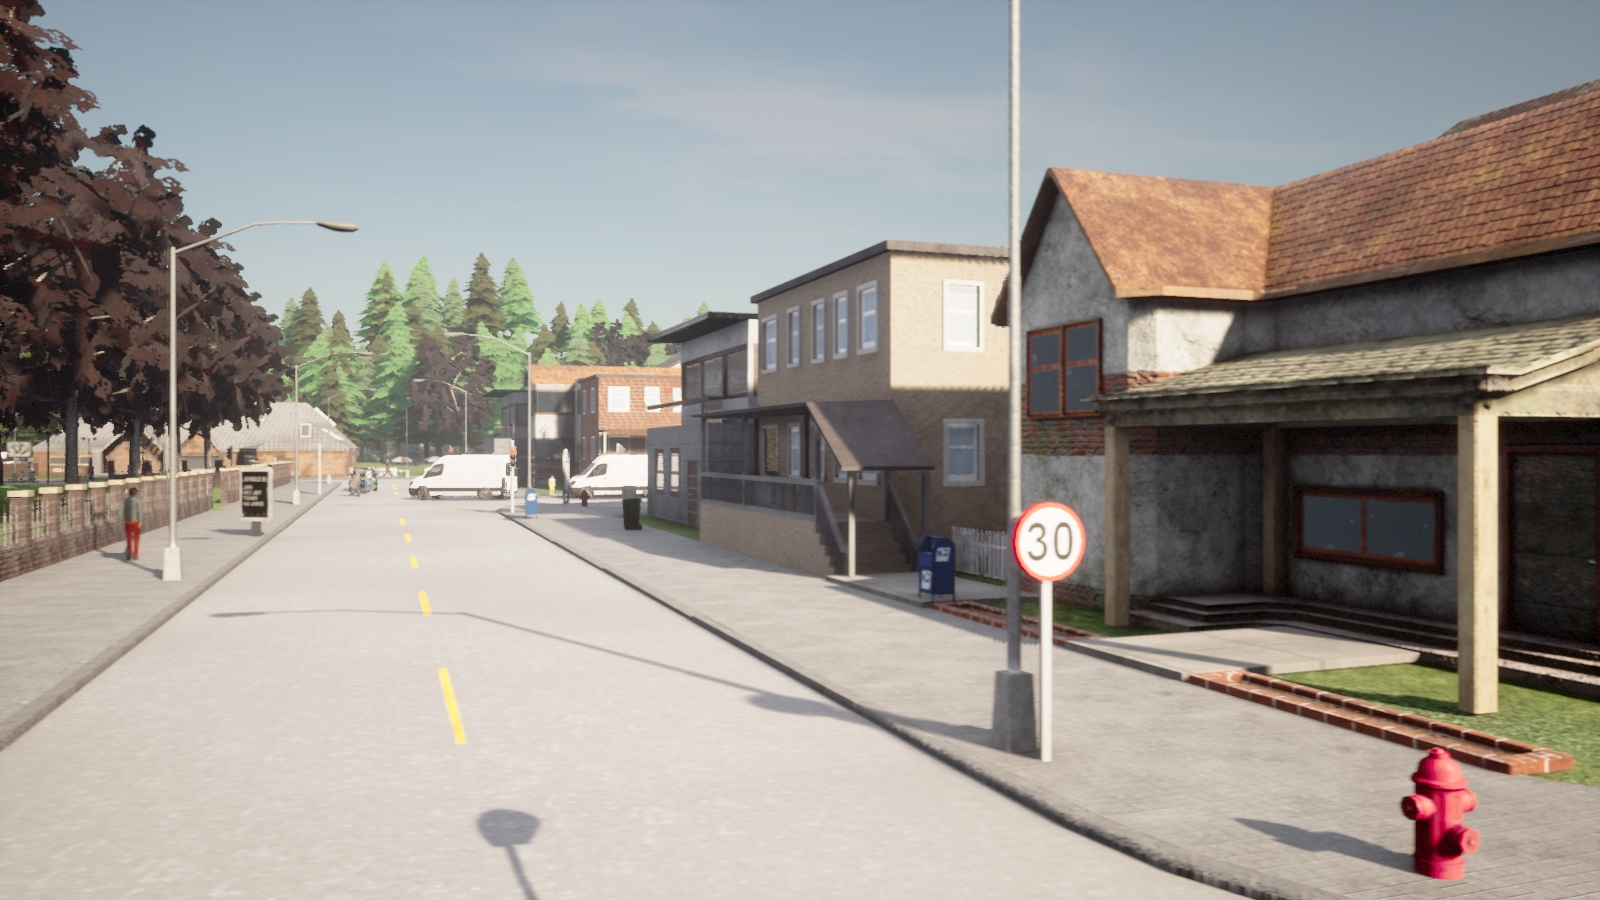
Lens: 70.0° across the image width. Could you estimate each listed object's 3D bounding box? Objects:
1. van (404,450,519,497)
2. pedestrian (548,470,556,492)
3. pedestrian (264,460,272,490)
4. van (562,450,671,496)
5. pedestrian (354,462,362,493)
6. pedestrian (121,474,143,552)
[{"bbox_3d":[-18.975,1.315,64.167,5.915,2.561,1.988,0,0,8],"label":"van"},{"bbox_3d":[-14.526,1.796,66.907,0.375,1.300,0.375,0,0,-27],"label":"pedestrian"},{"bbox_3d":[-32.457,1.526,69.710,0.375,1.860,0.375,0,0,-20],"label":"pedestrian"},{"bbox_3d":[-10.555,1.314,65.599,5.915,2.561,1.988,0,0,-20],"label":"van"},{"bbox_3d":[-26.321,1.629,67.982,0.375,1.860,0.375,0,0,-8],"label":"pedestrian"},{"bbox_3d":[-16.173,1.525,27.660,0.375,1.860,0.375,0,0,-18],"label":"pedestrian"}]
